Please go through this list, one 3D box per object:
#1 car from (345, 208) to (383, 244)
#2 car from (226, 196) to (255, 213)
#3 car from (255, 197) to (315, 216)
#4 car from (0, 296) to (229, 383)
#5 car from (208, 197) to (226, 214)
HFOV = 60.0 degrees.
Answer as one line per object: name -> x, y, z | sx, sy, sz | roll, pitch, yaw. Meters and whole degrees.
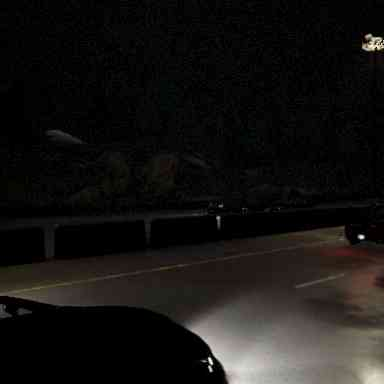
car -> 8.414, 1.432, 14.060 | 4.892, 1.490, 1.837 | -1, 0, -36
car -> 5.741, 1.349, 29.479 | 5.008, 1.535, 1.882 | -1, 0, -36
car -> 7.779, 1.199, 26.634 | 4.902, 1.511, 2.128 | -1, 0, -36
car -> -1.706, 1.564, 2.529 | 4.181, 1.385, 1.994 | 0, 0, -36
car -> 3.731, 1.247, 32.345 | 4.553, 1.767, 2.097 | -1, 0, -36
